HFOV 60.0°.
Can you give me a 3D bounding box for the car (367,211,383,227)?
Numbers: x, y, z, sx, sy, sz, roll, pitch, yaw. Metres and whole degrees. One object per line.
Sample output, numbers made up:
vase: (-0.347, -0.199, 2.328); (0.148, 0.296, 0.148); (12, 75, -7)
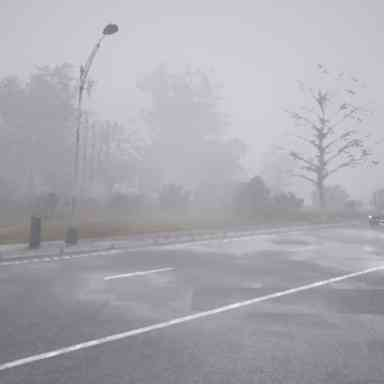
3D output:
car: (13.828, 1.713, 22.384); (4.718, 1.301, 1.895); (0, 0, -35)
